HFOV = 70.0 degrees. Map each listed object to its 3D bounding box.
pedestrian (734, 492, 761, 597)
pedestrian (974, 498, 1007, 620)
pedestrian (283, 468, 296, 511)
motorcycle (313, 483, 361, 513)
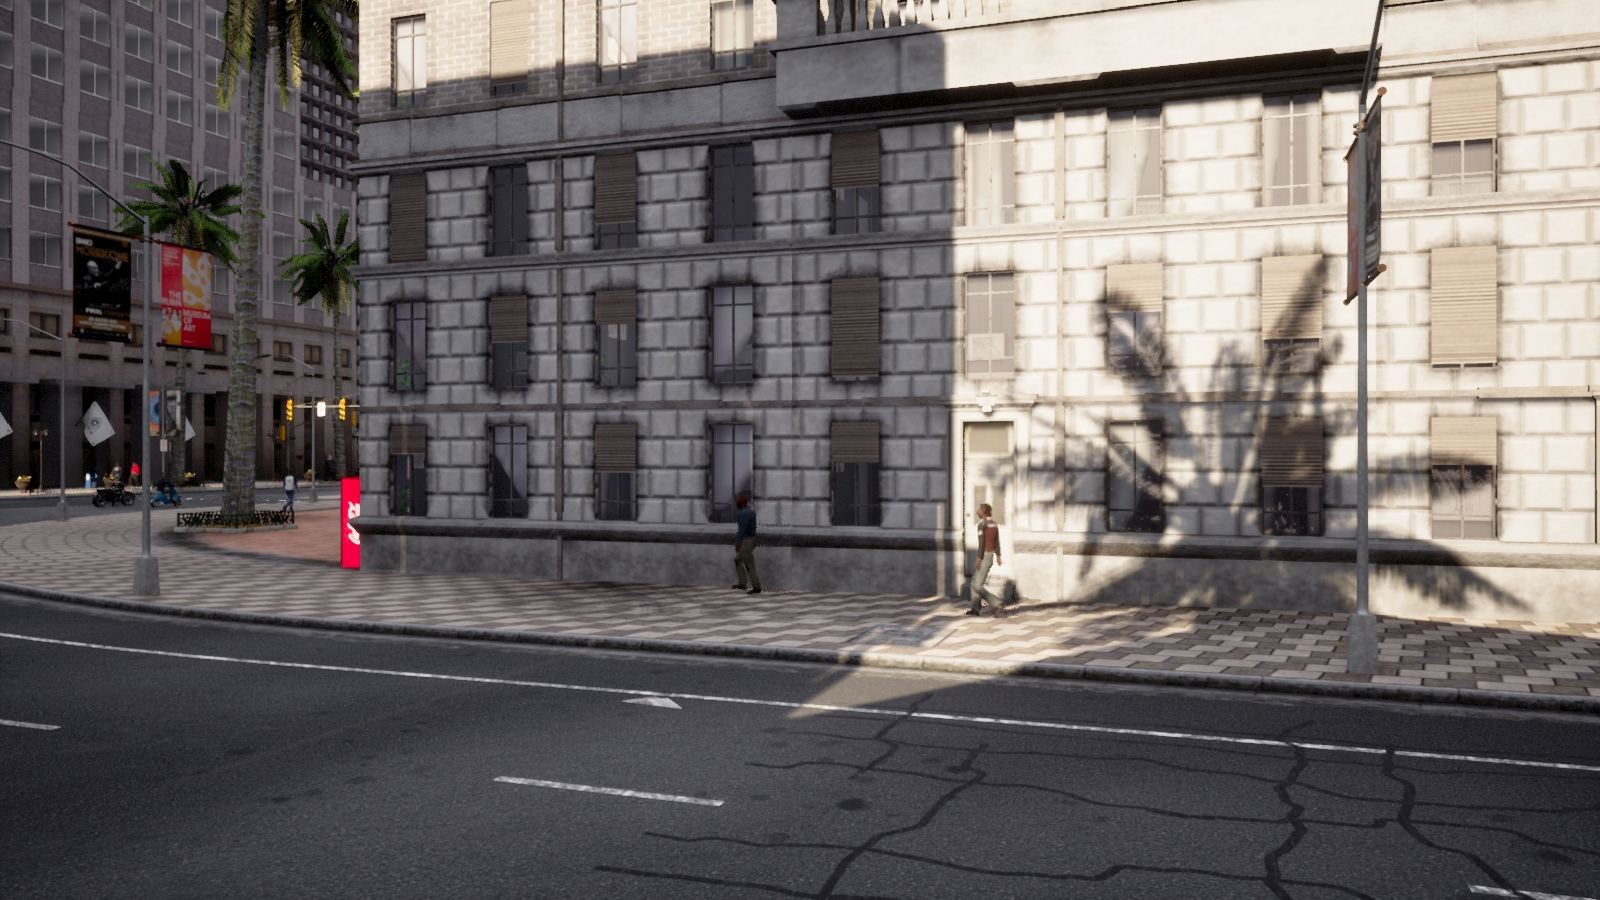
[{"bbox_3d":[-0.953,1.697,20.690,0.375,1.860,0.375,0,0,18],"label":"pedestrian"},{"bbox_3d":[2.986,1.696,17.902,0.375,1.860,0.375,0,0,36],"label":"pedestrian"},{"bbox_3d":[-22.134,1.698,49.549,0.375,1.860,0.375,0,0,5],"label":"pedestrian"},{"bbox_3d":[-21.134,2.172,52.239,0.764,1.277,2.356,0,0,16],"label":"motorcycle"}]
